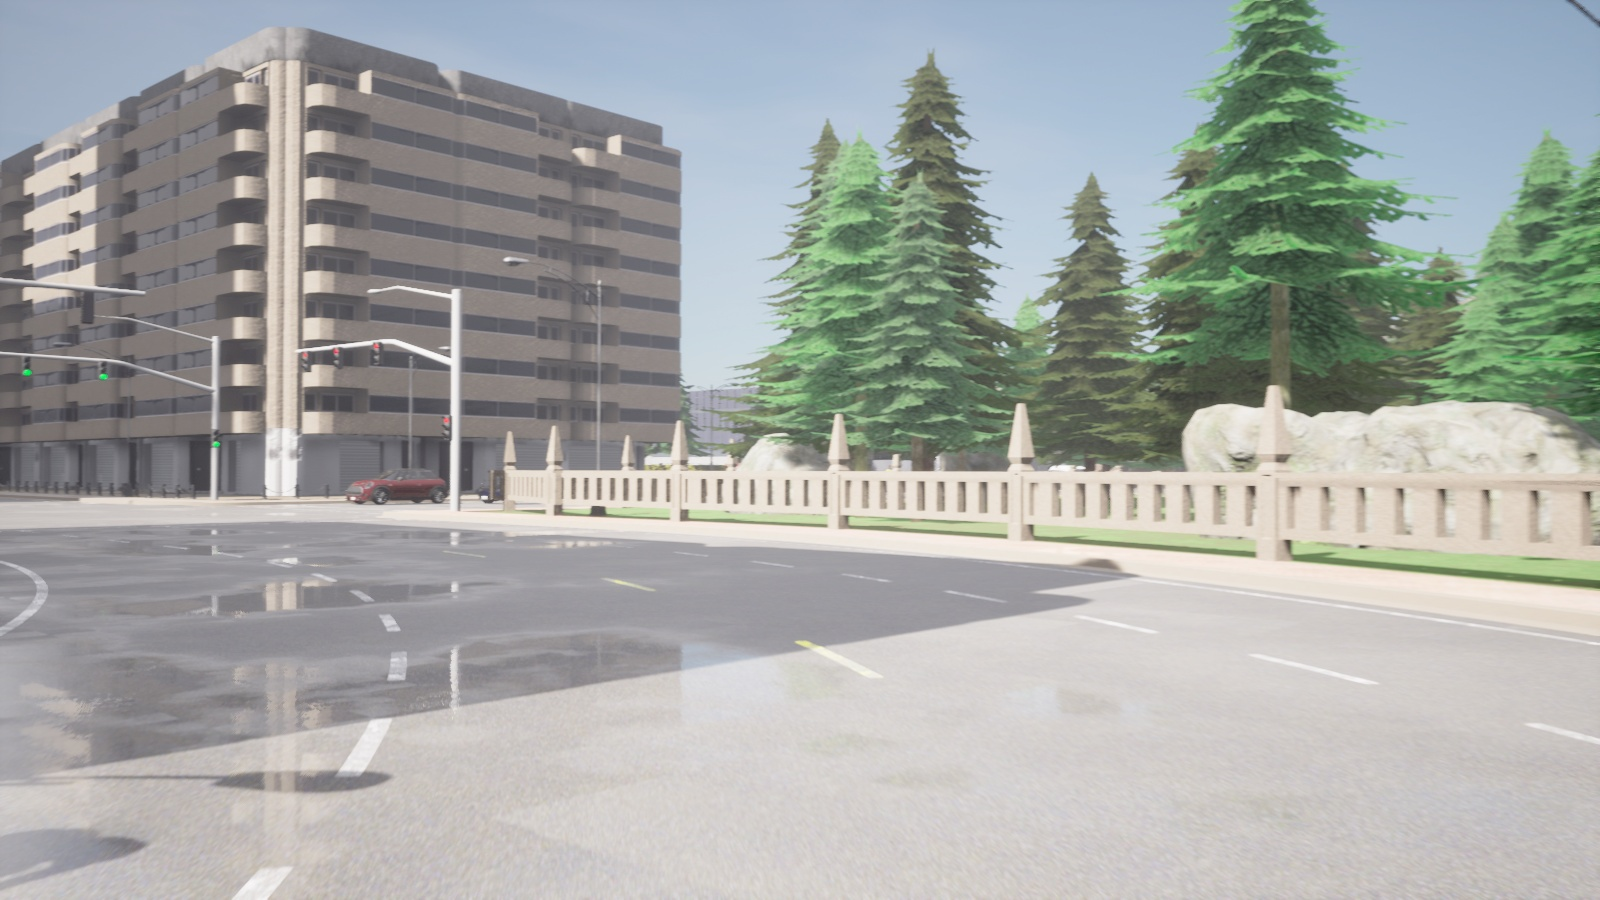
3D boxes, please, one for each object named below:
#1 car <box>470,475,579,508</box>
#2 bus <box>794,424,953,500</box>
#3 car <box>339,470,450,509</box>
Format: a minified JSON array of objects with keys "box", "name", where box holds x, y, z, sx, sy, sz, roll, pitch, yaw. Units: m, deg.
[{"box":[-13.228,1.952,60.475,2.163,1.488,4.792,-1,-1,42],"name":"car"},{"box":[4.542,0.730,75.187,3.944,4.253,10.273,-1,-1,42],"name":"bus"},{"box":[-19.061,1.820,59.201,2.097,1.767,4.553,-1,-1,42],"name":"car"}]
